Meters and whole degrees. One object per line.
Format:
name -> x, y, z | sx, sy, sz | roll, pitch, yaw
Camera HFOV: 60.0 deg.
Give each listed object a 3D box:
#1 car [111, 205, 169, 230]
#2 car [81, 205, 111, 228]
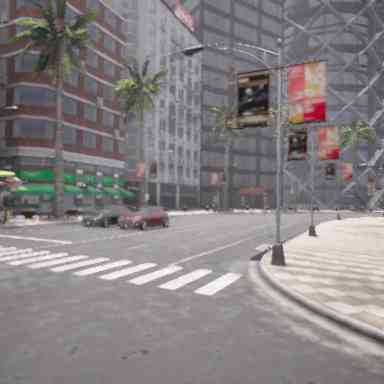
car -> -3.652, 1.883, 25.403 | 2.097, 1.767, 4.553 | 0, -1, 27
car -> -6.776, 1.876, 26.971 | 2.097, 1.767, 4.553 | 0, -2, 27
